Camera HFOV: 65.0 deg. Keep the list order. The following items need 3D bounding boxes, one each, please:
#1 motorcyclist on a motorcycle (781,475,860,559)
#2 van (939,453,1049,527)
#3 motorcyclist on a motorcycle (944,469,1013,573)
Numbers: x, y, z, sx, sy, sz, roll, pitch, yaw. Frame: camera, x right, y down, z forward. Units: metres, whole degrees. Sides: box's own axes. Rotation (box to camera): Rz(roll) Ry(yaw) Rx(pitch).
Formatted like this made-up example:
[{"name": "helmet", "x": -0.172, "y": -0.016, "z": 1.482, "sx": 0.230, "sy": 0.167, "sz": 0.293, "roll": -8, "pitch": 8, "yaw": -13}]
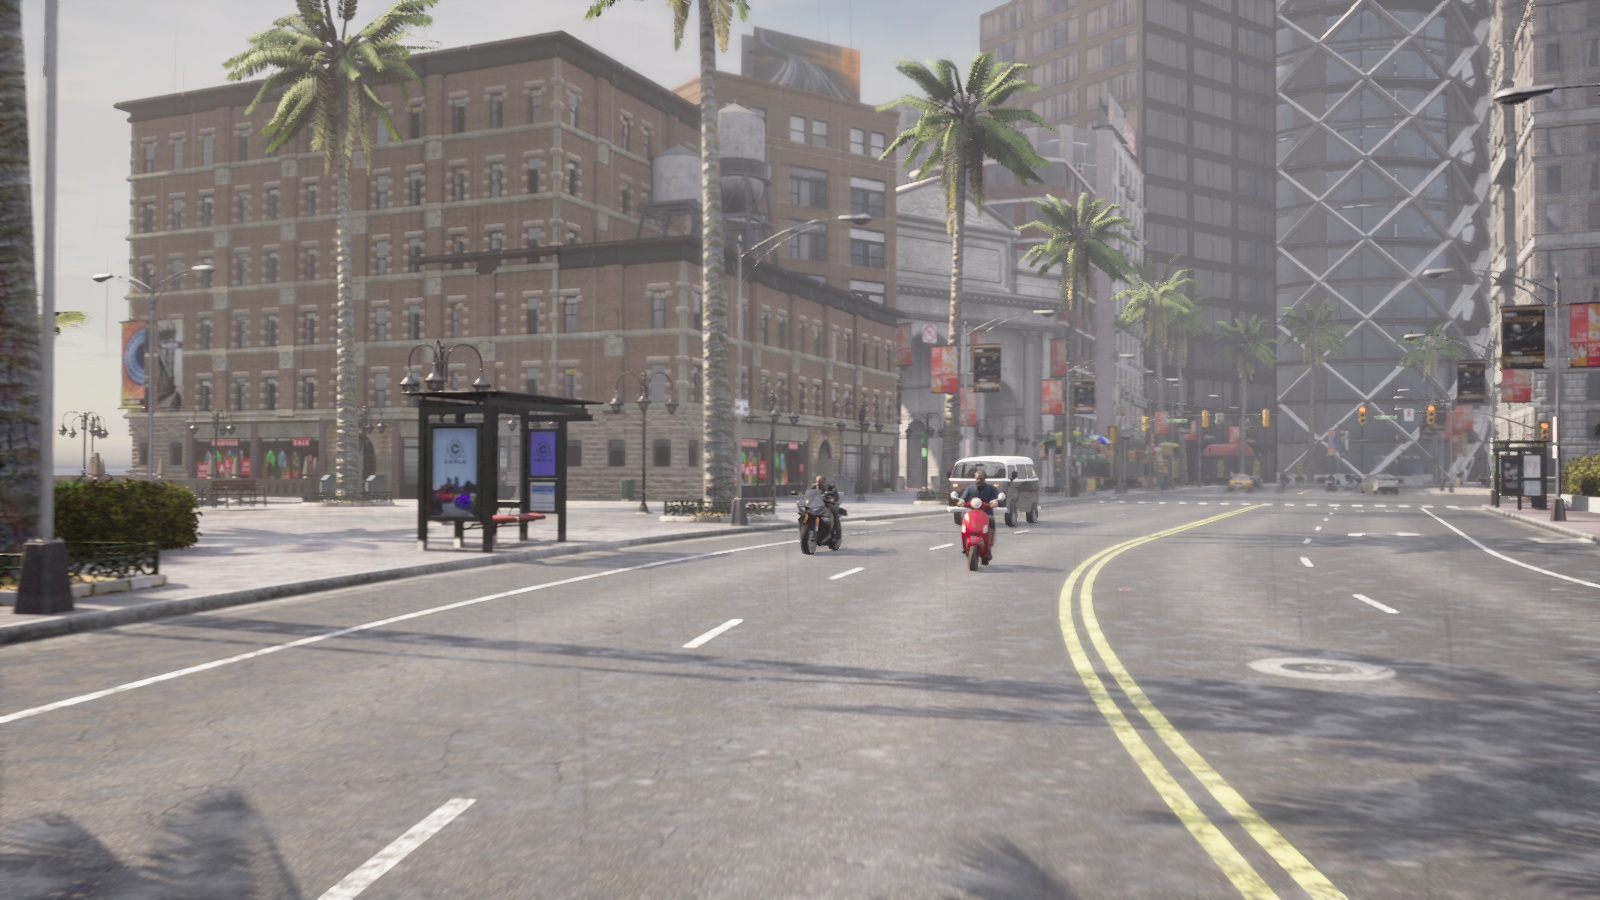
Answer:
[{"name": "motorcyclist on a motorcycle", "x": 0.422, "y": 1.252, "z": 24.142, "sx": 0.866, "sy": 1.530, "sz": 2.191, "roll": 0, "pitch": -1, "yaw": 19}, {"name": "van", "x": 5.803, "y": 1.138, "z": 37.146, "sx": 2.069, "sy": 2.038, "sz": 4.480, "roll": -1, "pitch": -1, "yaw": 24}, {"name": "motorcyclist on a motorcycle", "x": 2.895, "y": 1.096, "z": 20.224, "sx": 0.866, "sy": 1.590, "sz": 1.817, "roll": 0, "pitch": -1, "yaw": 16}]
